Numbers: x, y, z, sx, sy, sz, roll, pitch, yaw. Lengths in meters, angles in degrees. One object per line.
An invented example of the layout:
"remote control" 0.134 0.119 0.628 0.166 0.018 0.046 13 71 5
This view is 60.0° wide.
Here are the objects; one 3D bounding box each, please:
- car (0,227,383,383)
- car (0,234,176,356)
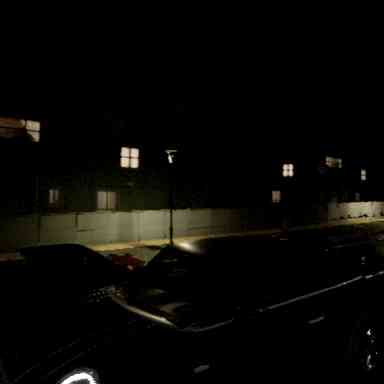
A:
"car" 0.251 1.375 3.896 4.553 1.767 2.097 0 0 -36
"car" -2.767 1.629 5.721 4.718 1.301 1.895 0 0 -36
